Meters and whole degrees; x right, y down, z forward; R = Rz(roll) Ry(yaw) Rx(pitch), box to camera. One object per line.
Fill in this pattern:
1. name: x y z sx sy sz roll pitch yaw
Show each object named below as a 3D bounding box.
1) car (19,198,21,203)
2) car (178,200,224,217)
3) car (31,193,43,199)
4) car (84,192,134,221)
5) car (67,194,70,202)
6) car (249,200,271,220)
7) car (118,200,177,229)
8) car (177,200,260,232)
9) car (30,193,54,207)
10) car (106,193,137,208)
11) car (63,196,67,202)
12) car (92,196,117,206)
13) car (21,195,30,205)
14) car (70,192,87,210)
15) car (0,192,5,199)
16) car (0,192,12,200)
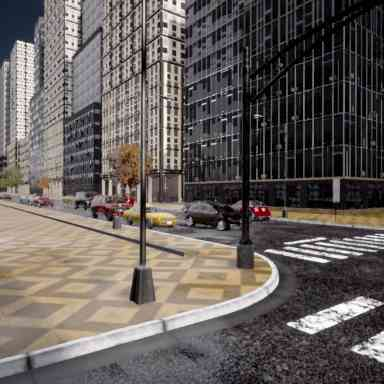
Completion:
1. car: -26.327 1.185 53.014 2.008 1.369 4.403 1 0 -36
2. car: 0.737 1.440 30.676 2.008 1.369 4.403 1 0 -36
3. car: -39.830 0.965 85.369 1.947 1.339 4.313 1 0 -36
4. car: -6.159 1.172 25.576 2.192 1.841 5.009 1 0 -36
5. car: -19.585 1.216 57.991 2.008 1.369 4.403 1 0 -36
6. car: 4.139 1.362 26.129 1.967 1.590 4.097 1 0 -36
7. car: -2.708 1.416 20.856 1.752 1.417 4.829 1 0 -36
8. car: 1.434 1.422 19.820 1.837 1.490 4.892 0 1 -36
9. car: -19.579 1.257 43.888 1.887 1.381 4.507 1 0 -36
10. car: -9.461 1.096 44.304 2.192 1.841 5.009 1 0 -36
11. car: -23.061 1.148 62.692 1.752 1.417 4.829 1 0 -36
12. car: -12.939 1.268 49.003 1.752 1.417 4.829 1 0 -36
13. car: -22.953 1.225 48.451 2.008 1.369 4.403 1 0 -36
14. car: -11.414 1.010 37.213 2.150 2.045 5.566 0 0 -36
15. car: -46.574 0.808 80.396 1.967 1.590 4.097 1 0 -36
16. car: -39.826 1.006 71.268 1.887 1.381 4.507 1 0 -36
